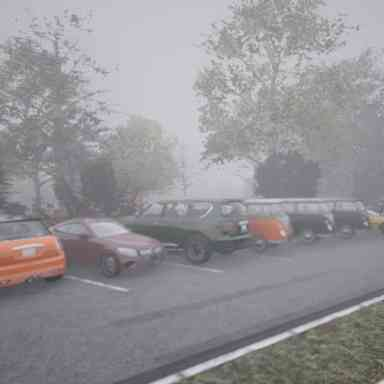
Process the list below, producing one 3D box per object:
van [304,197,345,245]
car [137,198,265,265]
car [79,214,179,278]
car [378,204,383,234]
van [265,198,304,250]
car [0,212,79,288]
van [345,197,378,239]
[{"bbox_3d":[4.410,1.272,15.428,4.442,1.987,1.878,-1,-1,34],"label":"van"},{"bbox_3d":[-0.551,1.250,12.036,5.566,2.045,2.435,-1,0,34],"label":"car"},{"bbox_3d":[-2.942,1.543,10.289,4.674,1.452,2.002,-1,-1,34],"label":"car"},{"bbox_3d":[9.307,1.491,18.856,5.366,1.575,1.946,-1,-1,34],"label":"car"},{"bbox_3d":[1.992,1.273,13.692,4.442,1.987,1.878,-1,-1,34],"label":"van"},{"bbox_3d":[-5.340,1.378,8.532,4.553,1.767,2.185,-1,0,34],"label":"car"},{"bbox_3d":[6.830,1.271,17.165,4.442,1.987,1.878,-1,-1,34],"label":"van"}]
